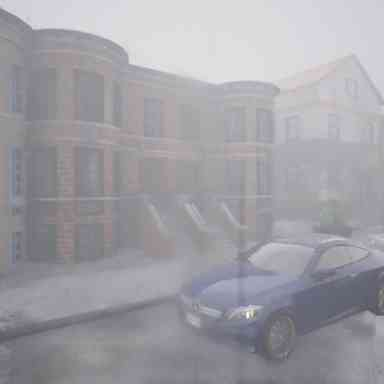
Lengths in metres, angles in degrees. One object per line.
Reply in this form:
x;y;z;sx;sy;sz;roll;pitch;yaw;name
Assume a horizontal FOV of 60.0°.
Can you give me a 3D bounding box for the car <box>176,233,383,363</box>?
1.921;1.518;5.973;4.674;1.442;1.812;0;0;-35;car
